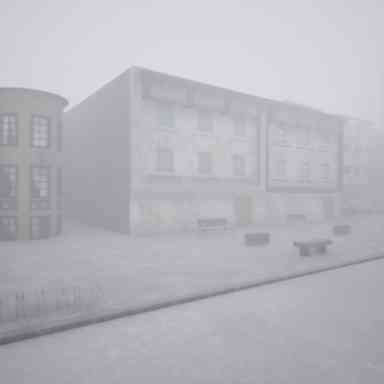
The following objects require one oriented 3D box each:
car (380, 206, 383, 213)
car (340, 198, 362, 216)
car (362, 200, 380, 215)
[{"bbox_3d":[19.090,1.607,37.089,1.816,1.474,4.193,0,0,-26],"label":"car"},{"bbox_3d":[14.383,1.403,33.267,1.905,1.878,3.866,0,0,-26],"label":"car"},{"bbox_3d":[16.771,1.524,35.258,2.242,1.667,4.611,0,0,-26],"label":"car"}]
